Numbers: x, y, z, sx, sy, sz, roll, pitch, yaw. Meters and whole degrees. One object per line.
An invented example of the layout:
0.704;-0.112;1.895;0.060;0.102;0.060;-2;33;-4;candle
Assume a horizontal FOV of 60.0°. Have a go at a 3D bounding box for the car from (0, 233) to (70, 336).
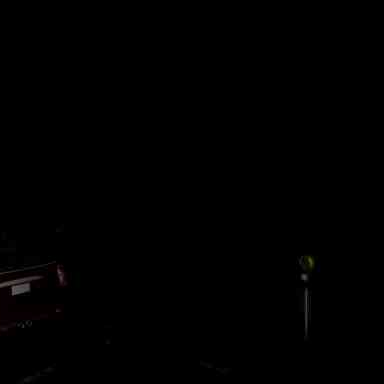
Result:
-4.079;1.440;5.988;4.097;1.590;1.967;0;0;36;car
